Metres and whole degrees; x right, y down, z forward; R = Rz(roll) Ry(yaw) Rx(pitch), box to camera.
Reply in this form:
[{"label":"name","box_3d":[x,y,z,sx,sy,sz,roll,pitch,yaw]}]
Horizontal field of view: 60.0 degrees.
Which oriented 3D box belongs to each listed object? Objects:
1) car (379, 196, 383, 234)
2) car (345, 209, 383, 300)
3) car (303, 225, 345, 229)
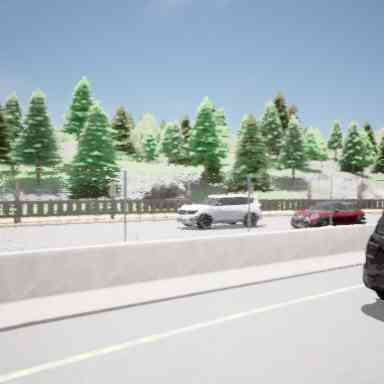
[{"label":"car","box_3d":[13.335,1.261,18.457,5.566,2.045,2.150,0,0,-23]},{"label":"car","box_3d":[5.891,1.241,6.779,5.566,2.045,2.150,0,0,-30]},{"label":"car","box_3d":[8.164,1.349,19.923,4.553,1.767,2.097,0,0,-25]}]
